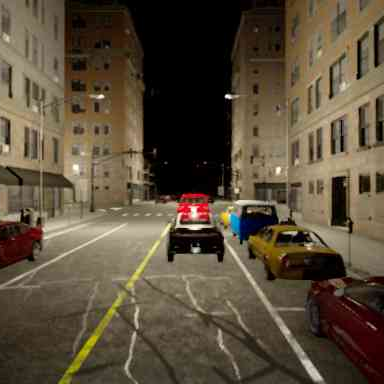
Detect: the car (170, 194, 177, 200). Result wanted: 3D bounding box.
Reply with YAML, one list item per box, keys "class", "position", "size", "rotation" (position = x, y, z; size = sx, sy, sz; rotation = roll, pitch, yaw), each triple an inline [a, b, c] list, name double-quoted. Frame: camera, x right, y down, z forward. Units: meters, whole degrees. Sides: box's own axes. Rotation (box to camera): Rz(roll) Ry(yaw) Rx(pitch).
- class: "car"
  position: [-5.085, 1.296, 91.556]
  size: [1.752, 1.417, 4.829]
  rotation: [1, 0, 1]

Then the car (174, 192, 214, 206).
- class: "car"
  position: [0.108, 1.168, 23.221]
  size: [2.150, 2.045, 5.566]
  rotation: [0, 0, 0]

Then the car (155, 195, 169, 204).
- class: "car"
  position: [-5.517, 1.441, 58.553]
  size: [1.802, 1.307, 4.206]
  rotation: [1, 0, 1]

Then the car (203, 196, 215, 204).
- class: "car"
  position: [3.008, 1.424, 58.445]
  size: [1.947, 1.339, 4.313]
  rotation: [1, 0, 1]

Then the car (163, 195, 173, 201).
- class: "car"
  position: [-5.300, 1.360, 75.139]
  size: [1.887, 1.381, 4.507]
  rotation: [1, 0, 1]

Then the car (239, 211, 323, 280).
- class: "car"
  position: [2.679, 1.503, 9.605]
  size: [1.752, 1.417, 4.829]
  rotation: [1, 0, 0]

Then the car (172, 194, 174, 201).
- class: "car"
  position: [-5.372, 1.381, 69.610]
  size: [2.008, 1.369, 4.403]
  rotation: [1, 0, 1]

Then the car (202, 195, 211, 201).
- class: "car"
  position: [3.225, 1.359, 75.036]
  size: [1.887, 1.381, 4.507]
  rotation: [1, 0, 1]

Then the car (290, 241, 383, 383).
- class: "car"
  position: [2.676, 1.573, 3.762]
  size: [1.802, 1.307, 4.206]
  rotation: [1, 0, 0]

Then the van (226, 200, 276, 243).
- class: "van"
  position: [2.683, 1.305, 15.108]
  size: [1.690, 1.788, 3.998]
  rotation: [1, 0, 0]

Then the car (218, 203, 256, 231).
- class: "car"
  position: [2.682, 1.476, 20.952]
  size: [1.752, 1.417, 4.829]
  rotation: [1, 0, 0]

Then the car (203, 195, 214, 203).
- class: "car"
  position: [3.080, 1.388, 63.976]
  size: [1.887, 1.381, 4.507]
  rotation: [1, 0, 1]

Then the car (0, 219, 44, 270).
- class: "car"
  position: [-5.847, 1.522, 9.440]
  size: [1.887, 1.381, 4.507]
  rotation: [1, 0, 0]

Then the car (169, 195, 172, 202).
- class: "car"
  position: [-5.445, 1.410, 64.082]
  size: [1.947, 1.339, 4.313]
  rotation: [1, 0, 1]

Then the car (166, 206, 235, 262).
- class: "car"
  position: [0.105, 1.464, 12.037]
  size: [2.128, 1.511, 4.902]
  rotation: [0, 0, 0]

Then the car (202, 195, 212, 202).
- class: "car"
  position: [3.152, 1.380, 69.506]
  size: [2.008, 1.369, 4.403]
  rotation: [1, 0, 1]
